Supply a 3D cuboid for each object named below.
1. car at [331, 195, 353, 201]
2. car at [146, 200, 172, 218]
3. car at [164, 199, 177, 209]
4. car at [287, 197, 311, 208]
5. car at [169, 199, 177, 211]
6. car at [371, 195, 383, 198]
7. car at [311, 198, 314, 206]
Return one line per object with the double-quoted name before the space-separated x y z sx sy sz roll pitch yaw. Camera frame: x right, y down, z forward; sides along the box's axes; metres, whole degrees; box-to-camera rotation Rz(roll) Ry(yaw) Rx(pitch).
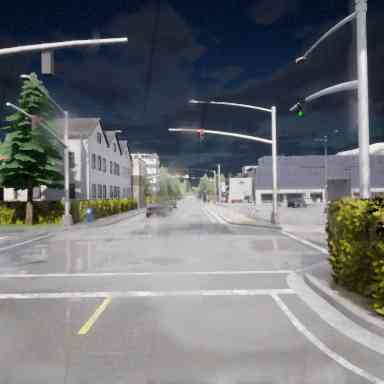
"car" 25.507 1.398 56.516 2.152 1.636 5.027 -1 -1 0
"car" -3.588 1.844 34.567 2.033 1.411 5.357 -1 -1 0
"car" -3.523 1.995 55.276 1.837 1.490 4.892 -1 -1 0
"car" 15.444 1.629 49.122 2.007 1.523 4.514 -1 -1 0
"car" -3.572 1.885 44.863 2.128 1.511 4.902 -1 -1 0
"car" 19.128 1.183 31.253 1.905 1.878 3.866 -1 -1 0
"car" 19.092 1.573 56.179 1.970 1.475 3.806 -1 -1 0
